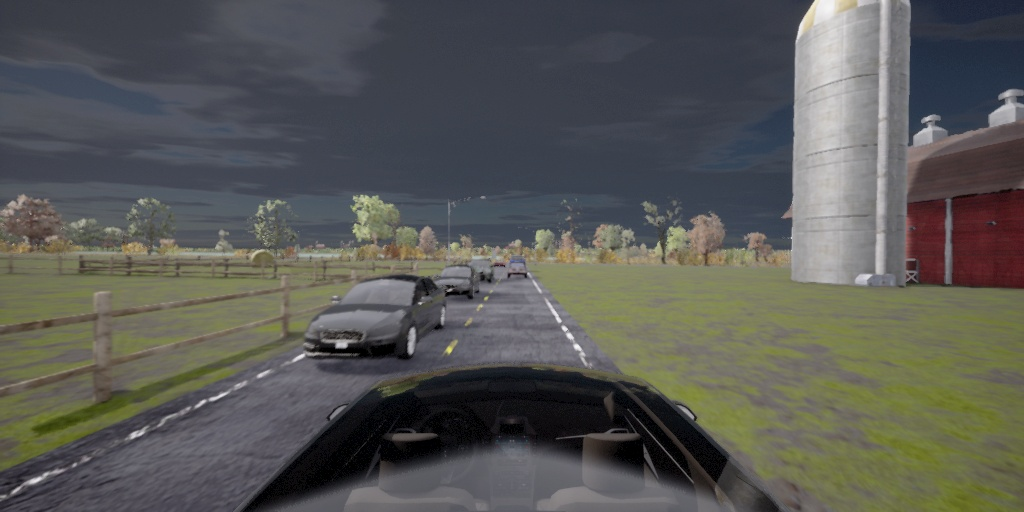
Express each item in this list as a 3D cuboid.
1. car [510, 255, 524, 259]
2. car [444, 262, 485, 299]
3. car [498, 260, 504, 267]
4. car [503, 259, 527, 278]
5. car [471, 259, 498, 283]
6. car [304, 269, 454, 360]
[{"bbox_3d":[0.693,0.930,47.582,2.150,2.045,5.566,1,0,1],"label":"car"},{"bbox_3d":[-2.648,1.217,17.872,1.837,1.490,4.892,1,0,1],"label":"car"},{"bbox_3d":[-1.993,1.296,60.122,1.895,1.301,4.718,1,0,1],"label":"car"},{"bbox_3d":[0.499,1.273,33.727,2.033,1.411,5.357,1,0,1],"label":"car"},{"bbox_3d":[-2.484,1.056,27.765,2.097,1.767,4.553,1,0,1],"label":"car"},{"bbox_3d":[-2.783,1.224,8.369,1.837,1.490,4.892,1,0,1],"label":"car"}]
